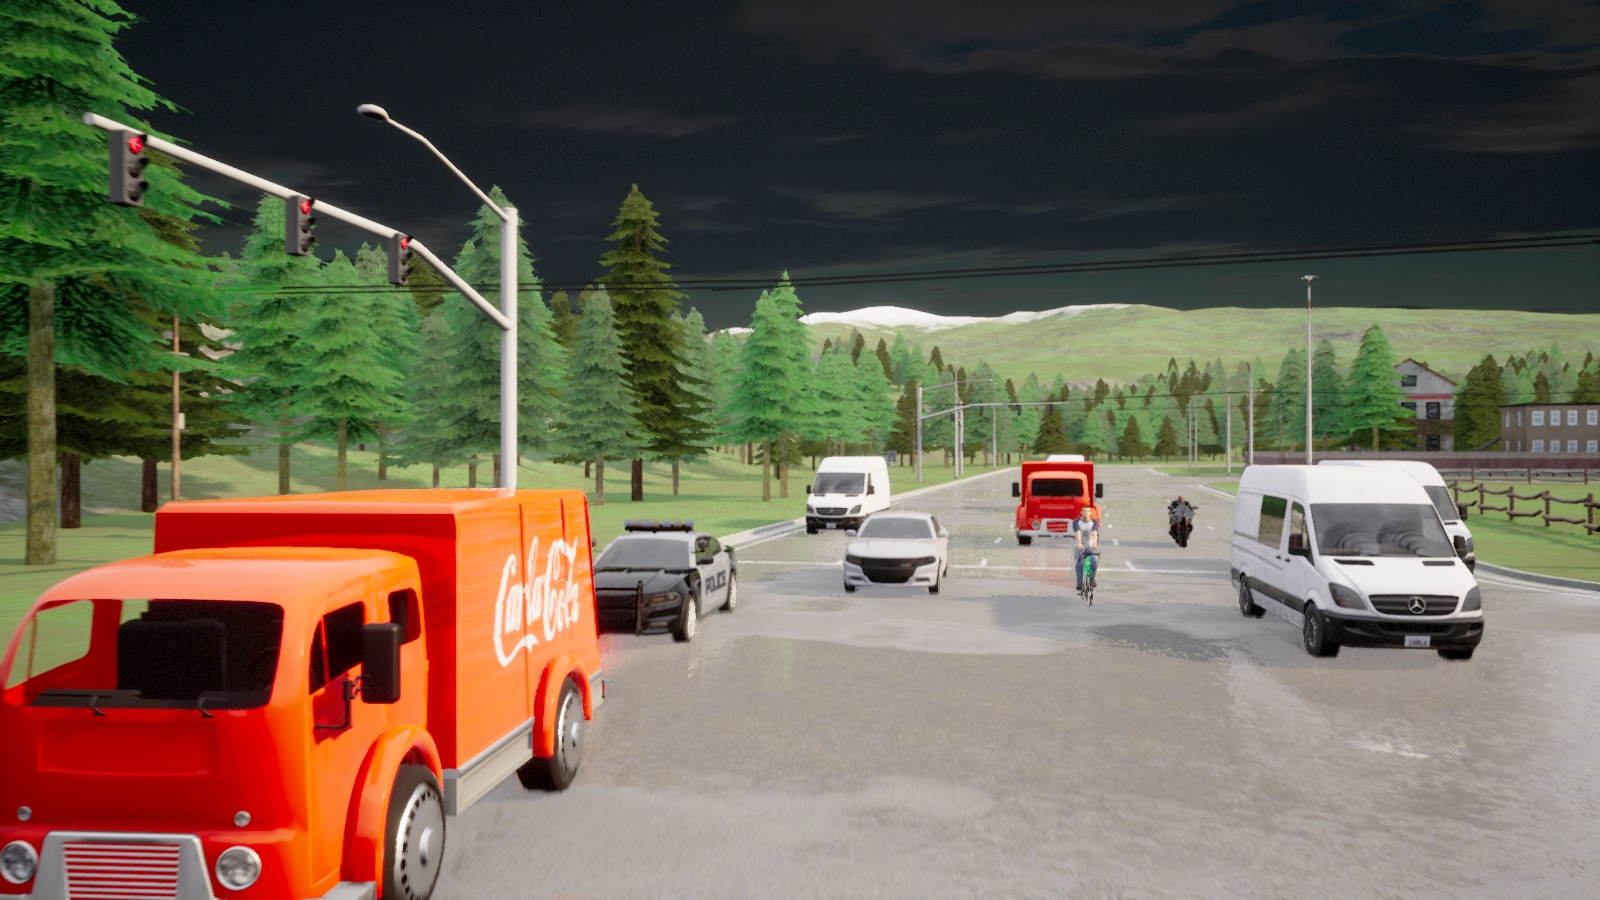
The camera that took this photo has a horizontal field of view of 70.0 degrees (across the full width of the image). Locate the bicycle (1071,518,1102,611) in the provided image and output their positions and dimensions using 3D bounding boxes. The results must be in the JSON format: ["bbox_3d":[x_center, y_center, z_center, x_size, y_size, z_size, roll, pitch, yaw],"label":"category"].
[{"bbox_3d":[5.200,2.051,20.753,0.373,1.496,1.643,0,1,8],"label":"bicycle"}]

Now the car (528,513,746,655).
[{"bbox_3d":[-2.379,1.977,18.337,2.097,1.638,5.238,0,0,8],"label":"car"}]

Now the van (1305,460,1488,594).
[{"bbox_3d":[13.016,1.529,25.409,1.988,2.561,5.915,0,0,11],"label":"van"}]

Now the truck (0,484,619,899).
[{"bbox_3d":[-3.204,1.565,8.287,2.627,2.467,5.204,0,0,4],"label":"truck"}]

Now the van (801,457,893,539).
[{"bbox_3d":[1.707,1.524,39.176,1.988,2.561,5.915,0,0,14],"label":"van"}]

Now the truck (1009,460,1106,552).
[{"bbox_3d":[7.687,1.560,34.115,2.627,2.467,5.204,0,0,13],"label":"truck"}]

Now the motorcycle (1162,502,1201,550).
[{"bbox_3d":[11.100,2.197,33.303,0.867,1.251,2.209,0,0,13],"label":"motorcycle"}]

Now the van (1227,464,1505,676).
[{"bbox_3d":[8.175,1.531,17.258,1.988,2.561,5.915,0,0,8],"label":"van"}]

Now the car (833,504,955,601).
[{"bbox_3d":[2.085,2.028,23.844,2.097,1.535,5.006,0,0,10],"label":"car"}]
